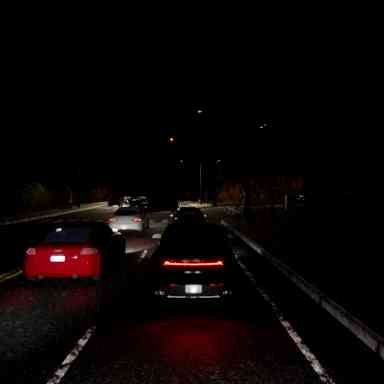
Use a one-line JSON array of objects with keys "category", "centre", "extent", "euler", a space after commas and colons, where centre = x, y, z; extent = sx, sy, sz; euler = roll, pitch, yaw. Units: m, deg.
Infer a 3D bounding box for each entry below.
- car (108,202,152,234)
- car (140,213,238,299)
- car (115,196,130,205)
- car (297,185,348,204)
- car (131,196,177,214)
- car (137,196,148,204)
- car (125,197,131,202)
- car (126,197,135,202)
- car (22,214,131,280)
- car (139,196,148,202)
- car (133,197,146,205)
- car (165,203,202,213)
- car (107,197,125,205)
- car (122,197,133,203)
[{"category": "car", "centre": [-3.479, 1.540, 18.722], "extent": [1.812, 1.442, 4.674], "euler": [0, 0, -3]}, {"category": "car", "centre": [0.013, 1.509, 8.446], "extent": [1.837, 1.490, 4.892], "euler": [0, 0, 0]}, {"category": "car", "centre": [-12.928, 1.614, 61.982], "extent": [2.128, 1.511, 4.902], "euler": [0, 0, -5]}, {"category": "car", "centre": [15.024, 0.305, 38.427], "extent": [5.566, 2.045, 2.150], "euler": [-3, 0, -2]}, {"category": "car", "centre": [-3.426, 1.403, 33.678], "extent": [4.674, 1.442, 1.812], "euler": [-1, -1, -44]}, {"category": "car", "centre": [-10.556, 1.683, 71.054], "extent": [2.128, 1.511, 4.902], "euler": [0, 0, -6]}, {"category": "car", "centre": [-8.811, 1.578, 52.228], "extent": [2.128, 1.511, 4.902], "euler": [0, 0, -5]}, {"category": "car", "centre": [-15.171, 1.806, 81.953], "extent": [1.895, 1.301, 4.718], "euler": [0, 0, -8]}, {"category": "car", "centre": [-3.259, 1.569, 9.978], "extent": [1.994, 1.385, 4.181], "euler": [0, 0, -1]}, {"category": "car", "centre": [-11.796, 1.731, 81.193], "extent": [2.128, 1.511, 4.902], "euler": [0, 0, -7]}, {"category": "car", "centre": [-9.588, 1.684, 61.081], "extent": [1.994, 1.385, 4.181], "euler": [0, 0, -5]}, {"category": "car", "centre": [-0.179, 1.561, 17.853], "extent": [2.033, 1.411, 5.357], "euler": [0, 0, -2]}, {"category": "car", "centre": [-12.128, 1.615, 52.893], "extent": [1.812, 1.442, 4.674], "euler": [0, 0, -5]}, {"category": "car", "centre": [-13.901, 1.714, 71.708], "extent": [1.994, 1.385, 4.181], "euler": [0, 0, -7]}]
